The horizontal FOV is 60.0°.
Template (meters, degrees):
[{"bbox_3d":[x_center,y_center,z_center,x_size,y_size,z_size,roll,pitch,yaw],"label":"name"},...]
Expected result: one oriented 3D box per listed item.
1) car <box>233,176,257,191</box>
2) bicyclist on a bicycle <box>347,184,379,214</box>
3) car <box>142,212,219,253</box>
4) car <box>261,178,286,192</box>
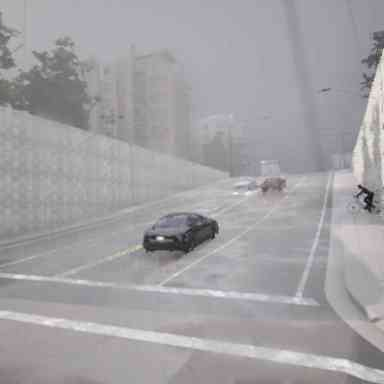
[{"bbox_3d":[6.139,-1.037,38.474,1.812,1.442,4.674,-3,6,24],"label":"car"},{"bbox_3d":[9.334,0.383,18.122,1.656,1.620,0.582,-3,3,24],"label":"bicyclist on a bicycle"},{"bbox_3d":[-0.372,1.547,14.079,1.994,1.385,4.181,-3,3,24],"label":"car"},{"bbox_3d":[8.613,-0.838,34.858,1.895,1.301,4.718,-3,6,24],"label":"car"}]
